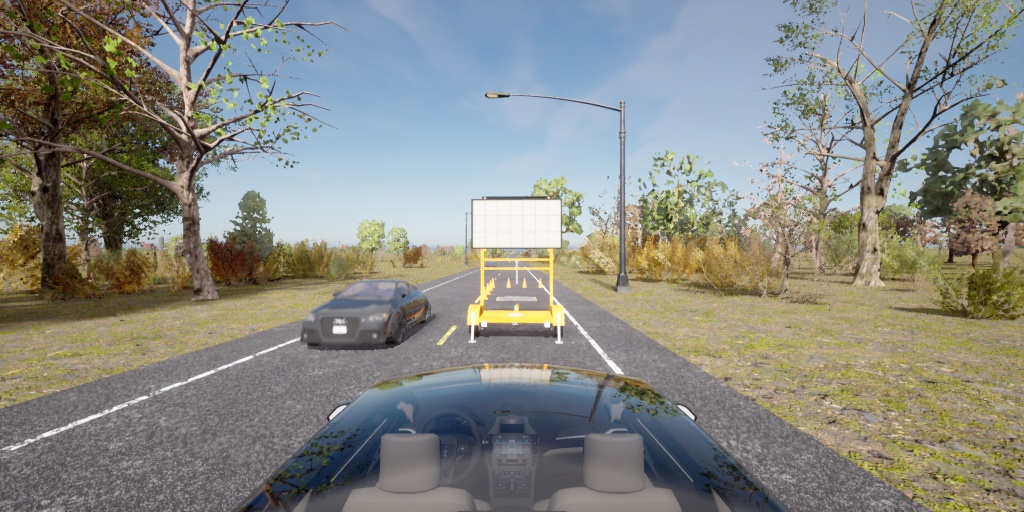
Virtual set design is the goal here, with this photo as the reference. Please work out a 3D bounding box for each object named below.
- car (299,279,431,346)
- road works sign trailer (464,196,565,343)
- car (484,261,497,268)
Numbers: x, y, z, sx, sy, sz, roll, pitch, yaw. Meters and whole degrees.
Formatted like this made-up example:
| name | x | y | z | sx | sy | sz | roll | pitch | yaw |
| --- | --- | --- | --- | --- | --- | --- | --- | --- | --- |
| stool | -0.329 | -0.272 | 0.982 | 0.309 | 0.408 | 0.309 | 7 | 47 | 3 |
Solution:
| name | x | y | z | sx | sy | sz | roll | pitch | yaw |
| --- | --- | --- | --- | --- | --- | --- | --- | --- | --- |
| car | -3.479 | 1.311 | 9.285 | 1.994 | 1.385 | 4.181 | 0 | 0 | 1 |
| road works sign trailer | 0.130 | 0.211 | 9.638 | 2.380 | 3.560 | 2.880 | 0 | 0 | 2 |
| car | -3.108 | 1.274 | 51.675 | 2.033 | 1.411 | 5.357 | 0 | 0 | 0 |
